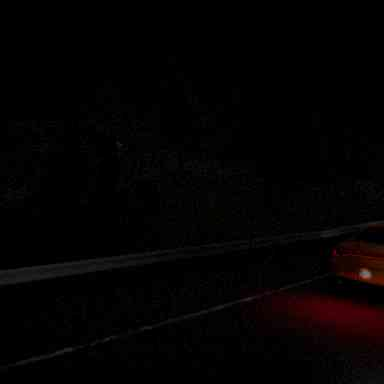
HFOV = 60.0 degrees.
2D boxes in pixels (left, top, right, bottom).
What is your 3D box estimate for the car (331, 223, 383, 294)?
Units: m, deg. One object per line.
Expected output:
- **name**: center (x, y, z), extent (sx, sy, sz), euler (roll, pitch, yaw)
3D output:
- **car**: center (5.339, 1.482, 8.196), extent (5.008, 1.535, 1.882), euler (0, 0, -40)
